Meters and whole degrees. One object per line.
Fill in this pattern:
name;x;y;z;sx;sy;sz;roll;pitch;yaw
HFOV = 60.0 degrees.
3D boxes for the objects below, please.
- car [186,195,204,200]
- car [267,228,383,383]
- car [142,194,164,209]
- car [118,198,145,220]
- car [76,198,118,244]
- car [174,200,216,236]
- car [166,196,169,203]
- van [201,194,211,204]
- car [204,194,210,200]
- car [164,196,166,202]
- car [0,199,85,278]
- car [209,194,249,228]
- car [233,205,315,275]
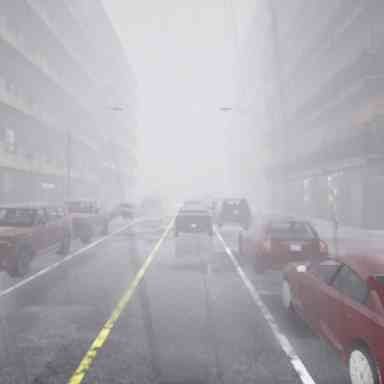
car;0.047;1.365;36.047;1.882;1.535;5.008;0;0;0
car;2.576;1.527;4.695;1.887;1.381;4.507;1;0;0
car;-5.360;1.189;43.456;2.192;1.841;5.009;1;0;0
car;-5.340;1.475;26.867;1.947;1.339;4.313;1;0;0
car;-5.316;1.257;15.804;2.192;1.841;5.009;1;0;0
car;0.073;1.413;17.993;1.882;1.535;5.008;0;0;0
car;-5.402;1.436;65.582;1.802;1.307;4.206;1;0;0
van;2.459;1.198;60.008;1.690;1.788;3.998;1;0;0
car;2.501;1.337;32.351;1.967;1.590;4.097;1;0;0
car;-5.375;1.411;48.988;1.887;1.381;4.507;1;0;0
car;-5.308;1.276;10.274;2.192;1.841;5.009;1;0;0
car;2.521;1.241;21.287;2.192;1.841;5.009;1;0;0
car;2.577;1.403;10.226;1.967;1.590;4.097;1;0;0
